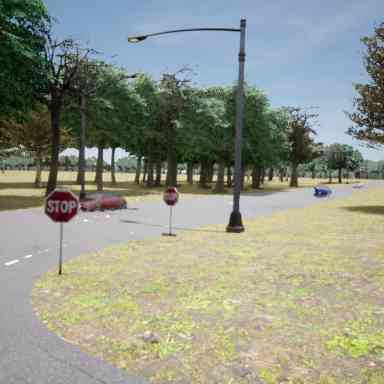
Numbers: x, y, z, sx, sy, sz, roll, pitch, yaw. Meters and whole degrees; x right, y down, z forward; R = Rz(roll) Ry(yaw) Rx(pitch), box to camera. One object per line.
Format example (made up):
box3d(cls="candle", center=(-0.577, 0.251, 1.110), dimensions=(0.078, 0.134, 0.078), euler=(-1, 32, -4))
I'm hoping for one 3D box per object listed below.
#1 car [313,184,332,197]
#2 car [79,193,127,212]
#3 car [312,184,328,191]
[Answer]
box3d(cls="car", center=(21.099, -0.126, 53.440), dimensions=(1.882, 1.535, 5.008), euler=(4, 4, 32))
box3d(cls="car", center=(-7.039, 0.774, 25.823), dimensions=(1.994, 1.385, 4.181), euler=(4, 5, 36))
box3d(cls="car", center=(29.588, -1.173, 76.599), dimensions=(2.033, 1.411, 5.357), euler=(4, 4, 36))
